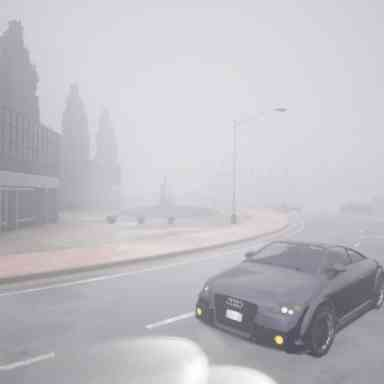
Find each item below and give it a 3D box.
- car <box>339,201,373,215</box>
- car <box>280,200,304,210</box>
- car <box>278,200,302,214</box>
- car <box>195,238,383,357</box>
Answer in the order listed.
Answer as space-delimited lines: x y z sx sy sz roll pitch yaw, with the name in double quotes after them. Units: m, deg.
19.113 1.806 38.963 2.128 1.511 4.902 0 0 -3 "car"
14.803 1.909 49.528 1.994 1.385 4.181 0 0 -4 "car"
11.806 1.805 40.459 1.812 1.442 4.674 0 0 -2 "car"
2.024 1.608 6.185 4.181 1.385 1.994 1 0 -45 "car"
